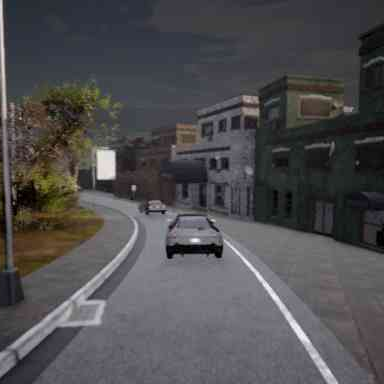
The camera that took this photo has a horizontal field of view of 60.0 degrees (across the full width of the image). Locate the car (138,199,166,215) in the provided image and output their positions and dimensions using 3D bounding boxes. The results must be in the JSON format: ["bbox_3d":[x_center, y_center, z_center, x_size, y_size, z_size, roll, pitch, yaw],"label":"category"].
[{"bbox_3d":[-3.889,1.375,31.864,2.033,1.411,5.357,-1,1,-19],"label":"car"}]

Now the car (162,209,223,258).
[{"bbox_3d":[-0.021,1.521,12.711,1.994,1.385,4.181,0,0,-3],"label":"car"}]

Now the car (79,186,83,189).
[{"bbox_3d":[-23.070,-0.590,65.967,2.097,1.767,4.553,-2,5,-31],"label":"car"}]
